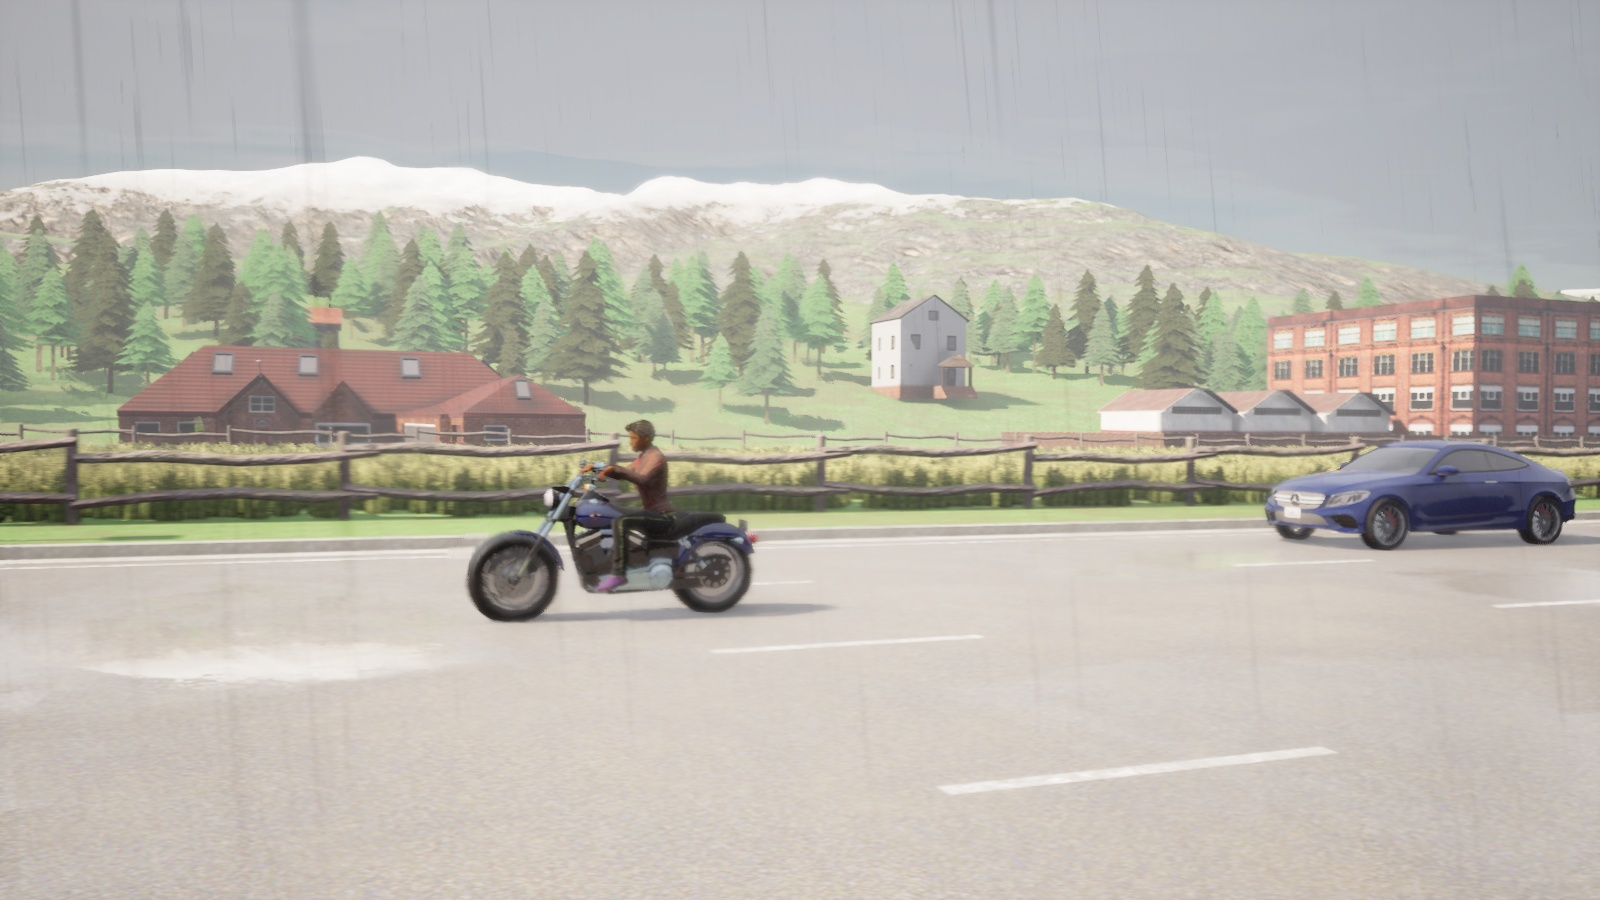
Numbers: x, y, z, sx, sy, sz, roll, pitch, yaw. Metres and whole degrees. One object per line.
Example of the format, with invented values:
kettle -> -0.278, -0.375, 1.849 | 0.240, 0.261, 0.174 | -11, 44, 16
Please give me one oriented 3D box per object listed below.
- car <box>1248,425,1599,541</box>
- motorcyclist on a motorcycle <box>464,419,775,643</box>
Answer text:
car -> 8.889, 0.395, 17.843 | 4.674, 1.442, 1.812 | -1, 1, -21
motorcyclist on a motorcycle -> -1.451, 0.591, 10.174 | 2.350, 1.649, 0.766 | -1, 1, -21
